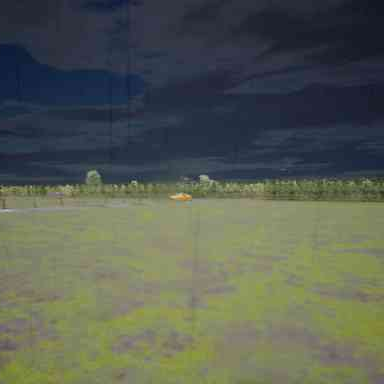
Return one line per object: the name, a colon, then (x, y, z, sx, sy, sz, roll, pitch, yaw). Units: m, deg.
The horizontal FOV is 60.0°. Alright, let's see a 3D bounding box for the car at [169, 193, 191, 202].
car: (-2.228, 1.022, 61.686, 1.882, 1.535, 5.008, 0, 0, 36)
